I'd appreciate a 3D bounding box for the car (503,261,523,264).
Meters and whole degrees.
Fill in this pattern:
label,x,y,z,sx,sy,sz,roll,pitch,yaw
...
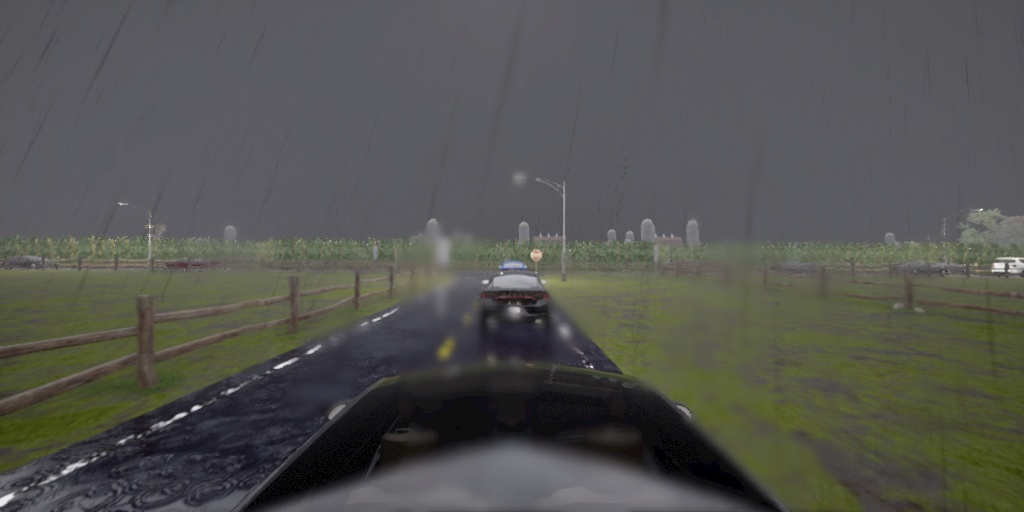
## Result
label,x,y,z,sx,sy,sz,roll,pitch,yaw
car,0.076,1.093,25.240,1.882,1.535,5.008,0,0,-1

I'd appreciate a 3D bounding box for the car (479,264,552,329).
label,x,y,z,sx,sy,sz,roll,pitch,yaw
car,0.102,1.175,11.054,1.882,1.535,5.008,0,0,0

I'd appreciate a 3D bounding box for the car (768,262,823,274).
label,x,y,z,sx,sy,sz,roll,pitch,yaw
car,32.422,1.366,40.993,5.357,1.411,2.033,0,-1,0

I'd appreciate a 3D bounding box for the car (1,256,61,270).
label,x,y,z,sx,sy,sz,roll,pitch,yaw
car,-51.768,0.748,38.621,4.892,1.490,1.837,0,-1,0

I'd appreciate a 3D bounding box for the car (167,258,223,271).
label,x,y,z,sx,sy,sz,roll,pitch,yaw
car,-33.851,0.895,38.426,4.718,1.301,1.895,0,-1,0

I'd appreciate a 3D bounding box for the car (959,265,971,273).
label,x,y,z,sx,sy,sz,roll,pitch,yaw
car,49.152,1.438,40.806,4.181,1.385,1.994,1,-1,0

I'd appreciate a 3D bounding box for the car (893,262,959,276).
label,x,y,z,sx,sy,sz,roll,pitch,yaw
car,43.456,1.377,38.038,4.902,1.511,2.128,1,-1,-1
